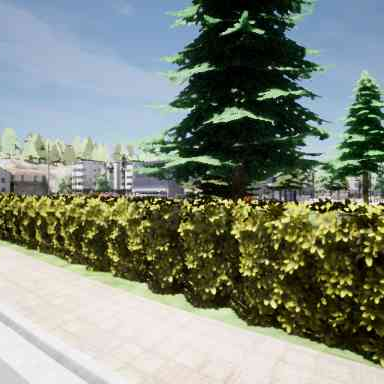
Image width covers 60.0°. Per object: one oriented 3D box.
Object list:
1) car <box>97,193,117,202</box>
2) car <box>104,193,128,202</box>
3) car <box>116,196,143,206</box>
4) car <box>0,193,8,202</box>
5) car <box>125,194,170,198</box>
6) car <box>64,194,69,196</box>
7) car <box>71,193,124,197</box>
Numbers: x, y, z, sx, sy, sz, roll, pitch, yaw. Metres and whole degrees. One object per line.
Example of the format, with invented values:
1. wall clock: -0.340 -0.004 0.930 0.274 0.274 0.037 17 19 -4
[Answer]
1. car: -18.211 1.077 71.371 1.905 1.878 3.866 0 0 44
2. car: -15.852 1.097 69.626 1.932 1.855 4.605 0 0 44
3. car: -10.041 1.384 53.291 1.970 1.475 3.806 0 0 44
4. car: -41.761 1.097 70.170 1.932 1.855 4.605 0 0 44
5. car: -3.140 1.220 30.771 2.150 2.045 5.566 0 0 44
6. car: -27.325 1.153 80.350 2.152 1.636 5.027 0 0 44
7. car: -8.047 1.221 31.017 2.150 2.045 5.566 0 0 44
